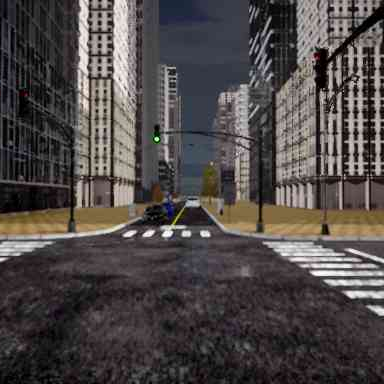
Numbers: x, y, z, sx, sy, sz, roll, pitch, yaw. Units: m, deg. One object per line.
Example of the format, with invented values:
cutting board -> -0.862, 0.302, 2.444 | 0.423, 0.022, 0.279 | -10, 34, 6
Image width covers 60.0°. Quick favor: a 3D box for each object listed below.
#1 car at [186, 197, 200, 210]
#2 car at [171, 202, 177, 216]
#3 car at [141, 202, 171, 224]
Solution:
car -> 0.120, 1.826, 55.126 | 2.150, 2.045, 5.566 | 0, -1, 0
car -> -3.082, 1.893, 37.631 | 1.882, 1.535, 5.008 | 0, -1, 0
car -> -3.089, 1.816, 28.108 | 1.837, 1.490, 4.892 | 0, -1, 0
